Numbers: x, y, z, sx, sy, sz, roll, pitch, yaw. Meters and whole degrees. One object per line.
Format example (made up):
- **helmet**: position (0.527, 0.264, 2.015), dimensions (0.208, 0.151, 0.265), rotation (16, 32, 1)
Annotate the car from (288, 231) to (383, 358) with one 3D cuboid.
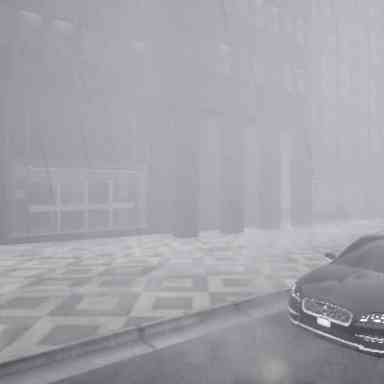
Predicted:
- **car**: position (3.766, 1.511, 5.922), dimensions (4.892, 1.490, 1.837), rotation (0, 0, -35)
